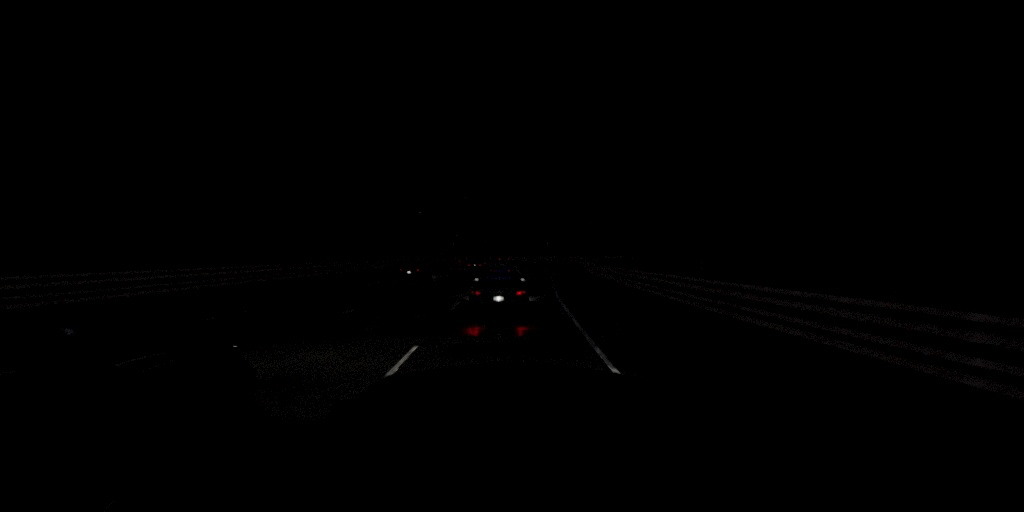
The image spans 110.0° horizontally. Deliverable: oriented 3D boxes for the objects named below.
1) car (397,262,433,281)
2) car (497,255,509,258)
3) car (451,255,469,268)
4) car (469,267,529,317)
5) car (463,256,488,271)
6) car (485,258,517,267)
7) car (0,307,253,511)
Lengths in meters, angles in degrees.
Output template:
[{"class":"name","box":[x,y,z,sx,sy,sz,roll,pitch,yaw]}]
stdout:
[{"class":"car","box":[-7.647,1.167,28.505,1.994,1.385,4.181,0,0,-1]},{"class":"car","box":[-1.284,1.046,57.746,1.837,1.490,4.892,0,0,-2]},{"class":"car","box":[-8.091,0.983,54.305,1.882,1.535,5.008,0,0,-1]},{"class":"car","box":[-0.454,1.279,13.074,1.994,1.385,4.181,0,0,-1]},{"class":"car","box":[-4.370,1.105,43.986,2.033,1.411,5.357,0,0,-1]},{"class":"car","box":[-0.694,1.133,26.071,1.882,1.535,5.008,0,0,-1]},{"class":"car","box":[-3.579,0.953,1.144,2.150,2.045,5.566,0,0,-2]}]
